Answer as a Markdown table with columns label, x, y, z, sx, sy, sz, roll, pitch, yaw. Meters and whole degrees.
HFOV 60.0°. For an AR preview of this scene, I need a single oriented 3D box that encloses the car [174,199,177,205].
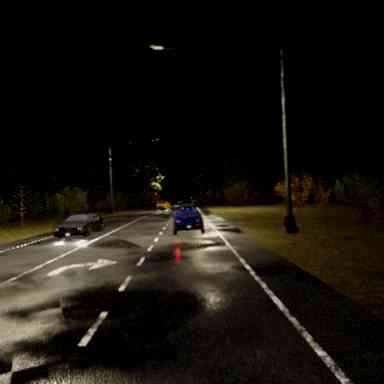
| label | x | y | z | sx | sy | sz | roll | pitch | yaw |
| --- | --- | --- | --- | --- | --- | --- | --- | --- | --- |
| car | -4.626 | 2.458 | 81.602 | 2.097 | 1.767 | 4.553 | -2 | -1 | -1 |

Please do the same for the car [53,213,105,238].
| label | x | y | z | sx | sy | sz | roll | pitch | yaw |
| --- | --- | --- | --- | --- | --- | --- | --- | --- | --- |
| car | -7.165 | 2.092 | 21.736 | 2.033 | 1.411 | 5.357 | -2 | -1 | 0 |

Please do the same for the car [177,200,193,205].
| label | x | y | z | sx | sy | sz | roll | pitch | yaw |
| --- | --- | --- | --- | --- | --- | --- | --- | --- | --- |
| car | -0.543 | 2.083 | 42.677 | 2.033 | 1.411 | 5.357 | -2 | -1 | -1 |

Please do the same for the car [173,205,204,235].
| label | x | y | z | sx | sy | sz | roll | pitch | yaw |
| --- | --- | --- | --- | --- | --- | --- | --- | --- | --- |
| car | -0.221 | 1.797 | 21.050 | 1.812 | 1.442 | 4.674 | -2 | -1 | -1 |

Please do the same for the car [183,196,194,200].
| label | x | y | z | sx | sy | sz | roll | pitch | yaw |
| --- | --- | --- | --- | --- | --- | --- | --- | --- | --- |
| car | -1.269 | 2.288 | 90.645 | 2.150 | 2.045 | 5.566 | -2 | -1 | -1 |

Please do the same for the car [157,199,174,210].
| label | x | y | z | sx | sy | sz | roll | pitch | yaw |
| --- | --- | --- | --- | --- | --- | --- | --- | --- | --- |
| car | -5.107 | 2.385 | 60.051 | 1.882 | 1.535 | 5.008 | -2 | 0 | 6 |
